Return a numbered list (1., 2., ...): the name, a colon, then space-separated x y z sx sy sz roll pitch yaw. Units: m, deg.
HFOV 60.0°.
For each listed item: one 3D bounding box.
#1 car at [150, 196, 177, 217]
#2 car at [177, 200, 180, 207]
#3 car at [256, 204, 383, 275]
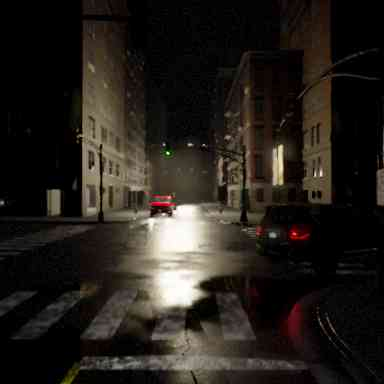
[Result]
1. car: -3.102 1.477 34.970 2.150 2.045 5.566 0 0 0
2. car: -3.065 1.844 47.224 1.837 1.490 4.892 0 0 1
3. car: 4.699 1.415 11.324 5.566 2.045 2.150 1 -2 -32
